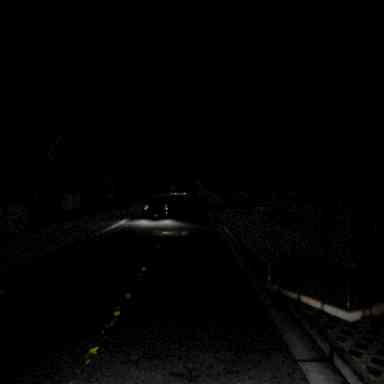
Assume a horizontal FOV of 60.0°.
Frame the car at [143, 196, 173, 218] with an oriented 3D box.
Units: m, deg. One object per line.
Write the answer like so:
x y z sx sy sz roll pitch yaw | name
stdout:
-2.747 1.153 27.481 2.097 1.767 4.553 0 1 0 | car

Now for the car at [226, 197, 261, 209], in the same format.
5.732 1.221 37.139 4.181 1.385 1.994 0 1 -32 | car

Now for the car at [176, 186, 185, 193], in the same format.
-2.740 -0.498 77.851 1.837 1.490 4.892 0 3 0 | car
